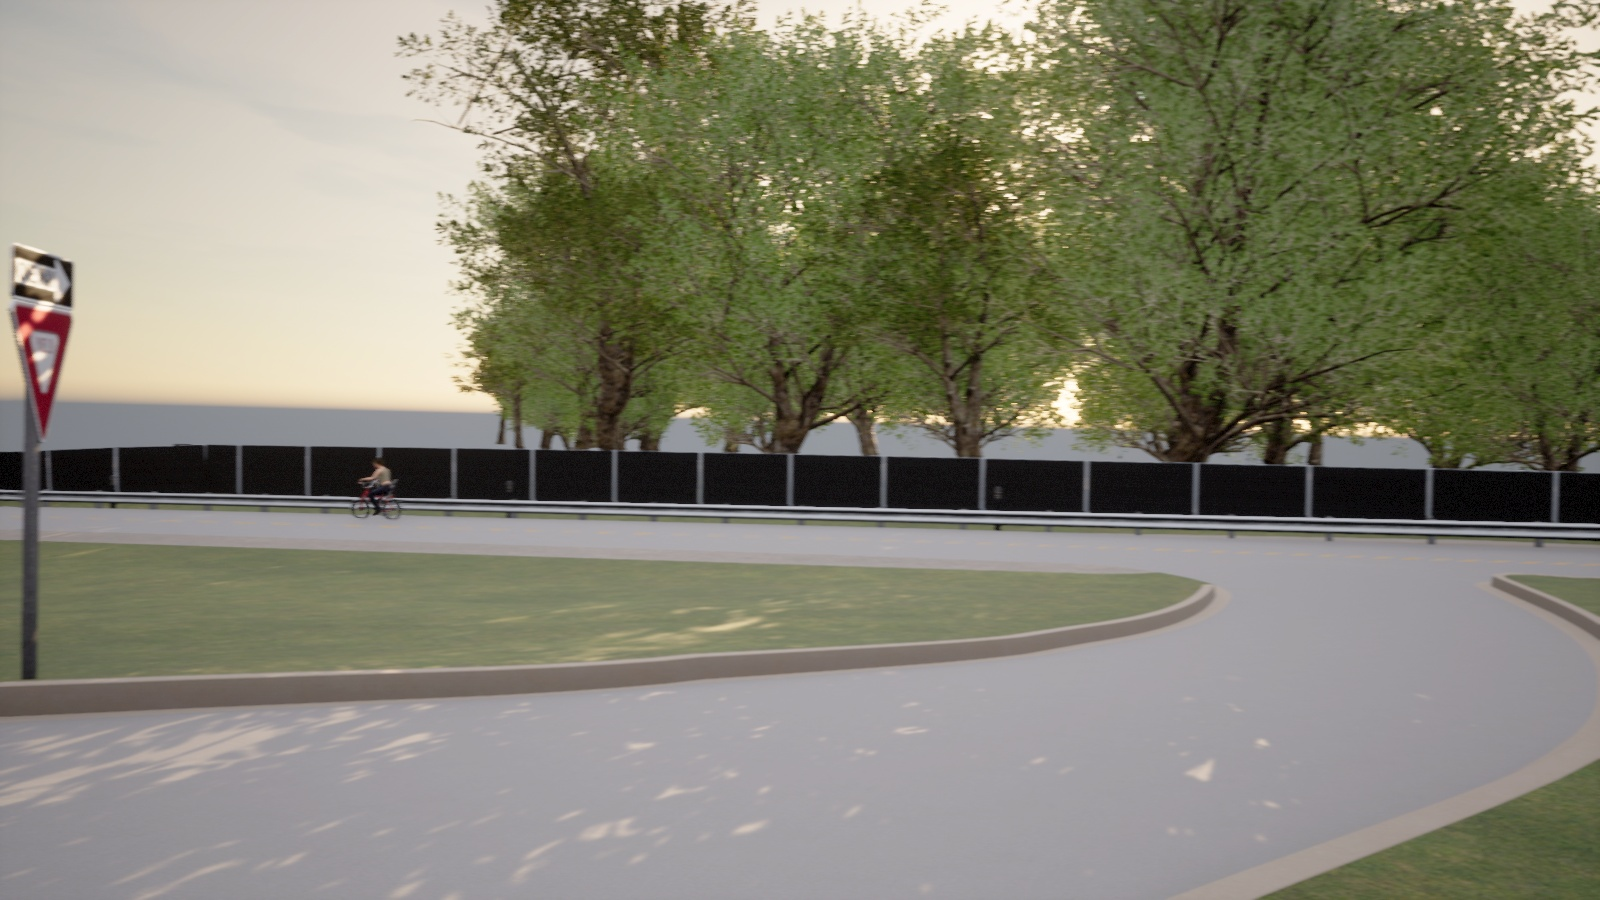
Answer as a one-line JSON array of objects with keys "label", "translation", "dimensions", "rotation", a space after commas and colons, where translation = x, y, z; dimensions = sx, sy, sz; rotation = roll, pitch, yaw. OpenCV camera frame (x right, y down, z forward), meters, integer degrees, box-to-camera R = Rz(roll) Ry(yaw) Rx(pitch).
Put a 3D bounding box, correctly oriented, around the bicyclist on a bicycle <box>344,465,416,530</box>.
[{"label": "bicyclist on a bicycle", "translation": [-10.916, 1.222, 32.640], "dimensions": [1.509, 1.612, 0.866], "rotation": [-1, 1, 18]}]
